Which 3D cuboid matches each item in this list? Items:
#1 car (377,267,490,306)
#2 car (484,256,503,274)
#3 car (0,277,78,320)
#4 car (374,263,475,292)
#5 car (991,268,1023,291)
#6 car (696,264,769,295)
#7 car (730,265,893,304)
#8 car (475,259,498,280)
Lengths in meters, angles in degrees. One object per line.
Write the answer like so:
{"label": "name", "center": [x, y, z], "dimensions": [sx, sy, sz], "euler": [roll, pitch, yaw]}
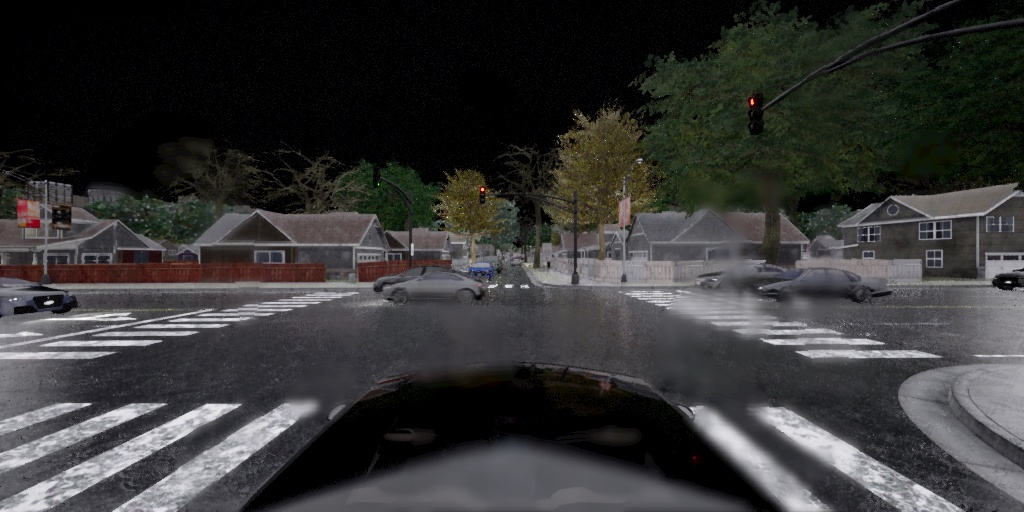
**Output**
{"label": "car", "center": [-3.209, 1.319, 15.356], "dimensions": [4.181, 1.385, 1.994], "euler": [0, 0, 1]}
{"label": "car", "center": [-2.400, 0.994, 41.647], "dimensions": [2.150, 2.045, 5.566], "euler": [0, 0, 1]}
{"label": "car", "center": [-17.598, 1.410, 12.136], "dimensions": [4.181, 1.385, 1.994], "euler": [0, 0, 1]}
{"label": "car", "center": [-4.626, 1.265, 18.631], "dimensions": [4.892, 1.490, 1.837], "euler": [0, 0, 1]}
{"label": "car", "center": [27.547, 1.087, 18.116], "dimensions": [4.892, 1.490, 1.837], "euler": [0, 0, 1]}
{"label": "car", "center": [12.081, 1.158, 18.363], "dimensions": [4.902, 1.511, 2.128], "euler": [0, 0, 1]}
{"label": "car", "center": [12.612, 1.212, 15.108], "dimensions": [5.357, 1.411, 2.033], "euler": [0, 0, 1]}
{"label": "car", "center": [-2.594, 1.241, 31.411], "dimensions": [1.882, 1.535, 5.008], "euler": [0, 0, 1]}
